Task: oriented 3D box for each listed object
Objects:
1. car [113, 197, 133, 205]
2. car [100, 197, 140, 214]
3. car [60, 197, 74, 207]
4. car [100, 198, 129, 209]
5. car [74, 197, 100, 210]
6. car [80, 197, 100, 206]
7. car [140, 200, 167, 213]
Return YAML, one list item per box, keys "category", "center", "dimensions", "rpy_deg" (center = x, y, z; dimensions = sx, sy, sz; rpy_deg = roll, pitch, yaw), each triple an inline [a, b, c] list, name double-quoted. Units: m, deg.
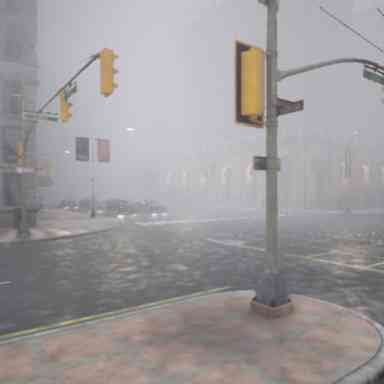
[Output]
- category: "car"
  center: [-12.681, 1.628, 61.103]
  dimensions: [1.895, 1.301, 4.718]
  rpy_deg: [0, 0, -35]
- category: "car"
  center: [-7.772, 1.520, 35.706]
  dimensions: [1.837, 1.490, 4.892]
  rpy_deg: [0, 0, -36]
- category: "car"
  center: [-19.225, 1.541, 51.848]
  dimensions: [1.812, 1.442, 4.674]
  rpy_deg: [0, 0, -35]
- category: "car"
  center: [-10.801, 1.567, 45.952]
  dimensions: [2.033, 1.411, 5.357]
  rpy_deg: [0, 0, -35]
- category: "car"
  center: [-13.328, 1.507, 43.462]
  dimensions: [2.128, 1.511, 4.902]
  rpy_deg: [0, 0, -35]
- category: "car"
  center: [-16.730, 1.545, 54.400]
  dimensions: [1.812, 1.442, 4.674]
  rpy_deg: [0, 0, -35]
- category: "car"
  center: [-4.904, 1.567, 37.704]
  dimensions: [2.033, 1.411, 5.357]
  rpy_deg: [0, 0, -36]
